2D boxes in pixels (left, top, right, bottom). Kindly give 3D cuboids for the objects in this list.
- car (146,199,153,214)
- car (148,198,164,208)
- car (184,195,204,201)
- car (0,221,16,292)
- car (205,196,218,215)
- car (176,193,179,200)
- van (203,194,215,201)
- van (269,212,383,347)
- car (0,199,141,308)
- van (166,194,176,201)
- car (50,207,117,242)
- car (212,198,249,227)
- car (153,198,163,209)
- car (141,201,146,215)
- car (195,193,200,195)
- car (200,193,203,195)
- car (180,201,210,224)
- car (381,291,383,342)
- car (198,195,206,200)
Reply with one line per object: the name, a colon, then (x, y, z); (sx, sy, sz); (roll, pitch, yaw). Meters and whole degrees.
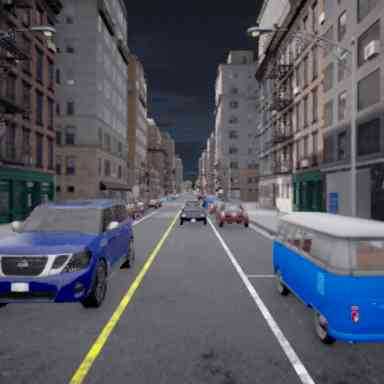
car: (-5.394, 1.614, 33.701); (1.802, 1.307, 4.206); (0, 0, 0)
car: (-5.396, 1.612, 50.235); (1.947, 1.339, 4.313); (0, 0, 0)
car: (0.094, 1.532, 42.288); (2.128, 1.511, 4.902); (0, 0, 0)
car: (-5.389, 1.445, 6.147); (1.967, 1.590, 4.097); (0, 0, 0)
car: (2.631, 1.473, 33.703); (1.967, 1.590, 4.097); (0, 0, 0)
car: (-5.420, 1.642, 93.011); (1.947, 1.339, 4.313); (0, 0, 0)
van: (2.630, 1.383, 44.725); (1.690, 1.788, 3.998); (0, 0, 0)
van: (2.635, 1.346, 6.148); (1.690, 1.788, 3.998); (0, 0, 0)
car: (-2.850, 1.228, 8.272); (2.150, 2.045, 5.566); (0, 0, 0)
van: (-5.421, 1.410, 82.199); (1.690, 1.788, 3.998); (0, 0, 0)
car: (-5.391, 1.566, 17.168); (2.008, 1.369, 4.403); (0, 0, 0)
car: (2.633, 1.462, 22.681); (1.967, 1.590, 4.097); (0, 0, 0)
car: (-5.395, 1.587, 44.724); (1.887, 1.381, 4.507); (0, 0, 0)
car: (-5.393, 1.571, 28.190); (1.887, 1.381, 4.507); (0, 0, 0)
car: (2.691, 1.388, 87.607); (2.192, 1.841, 5.009); (0, 0, 0)
car: (2.629, 1.362, 50.236); (2.192, 1.841, 5.009); (0, 0, 0)
car: (0.094, 1.624, 24.816); (1.895, 1.301, 4.718); (0, 0, 0)
car: (2.637, 1.551, 0.638); (2.008, 1.369, 4.403); (0, 0, 0)
car: (2.685, 1.627, 93.013); (2.008, 1.369, 4.403); (0, 0, 0)
